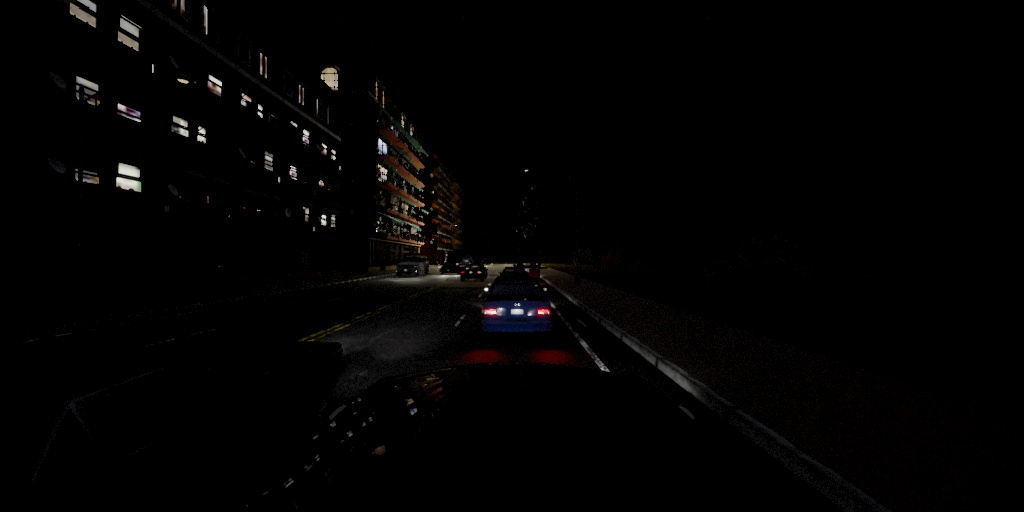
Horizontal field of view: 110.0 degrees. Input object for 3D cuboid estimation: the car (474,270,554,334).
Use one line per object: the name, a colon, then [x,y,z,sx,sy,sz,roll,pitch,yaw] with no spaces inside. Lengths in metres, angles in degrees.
car: [0.112,1.299,10.565,2.033,1.411,5.357,0,0,0]

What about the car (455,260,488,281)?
car: [-3.117,1.301,30.012,2.033,1.411,5.357,0,0,1]

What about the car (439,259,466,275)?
car: [-6.552,1.317,38.825,1.994,1.385,4.181,0,0,0]

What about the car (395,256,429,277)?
car: [-9.808,0.975,35.791,2.150,2.045,5.566,0,0,0]

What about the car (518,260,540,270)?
car: [1.173,1.104,29.833,2.097,1.767,4.553,0,0,0]

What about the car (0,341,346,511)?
car: [-3.151,1.351,2.671,1.895,1.301,4.718,0,0,0]

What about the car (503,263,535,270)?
car: [0.118,1.317,20.898,1.994,1.385,4.181,0,0,1]
